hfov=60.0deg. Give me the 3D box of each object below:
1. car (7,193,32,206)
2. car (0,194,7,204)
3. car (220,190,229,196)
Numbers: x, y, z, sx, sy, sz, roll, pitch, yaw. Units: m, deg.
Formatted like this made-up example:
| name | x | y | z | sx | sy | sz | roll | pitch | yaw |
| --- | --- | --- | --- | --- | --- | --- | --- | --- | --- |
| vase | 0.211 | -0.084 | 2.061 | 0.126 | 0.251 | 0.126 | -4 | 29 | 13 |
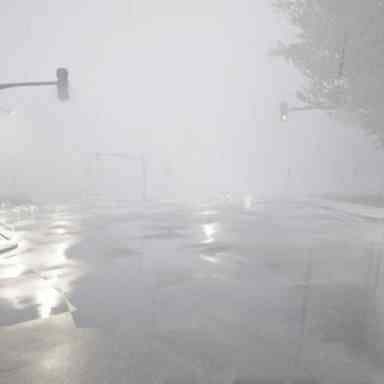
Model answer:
| name | x | y | z | sx | sy | sz | roll | pitch | yaw |
| --- | --- | --- | --- | --- | --- | --- | --- | --- | --- |
| car | -21.275 | 0.917 | 41.370 | 1.837 | 1.490 | 4.892 | -4 | 3 | -37 |
| car | -27.676 | 0.943 | 49.626 | 1.994 | 1.385 | 4.181 | -4 | 3 | -38 |
| car | 7.121 | 0.174 | 72.459 | 1.895 | 1.301 | 4.718 | -2 | 0 | 7 |
